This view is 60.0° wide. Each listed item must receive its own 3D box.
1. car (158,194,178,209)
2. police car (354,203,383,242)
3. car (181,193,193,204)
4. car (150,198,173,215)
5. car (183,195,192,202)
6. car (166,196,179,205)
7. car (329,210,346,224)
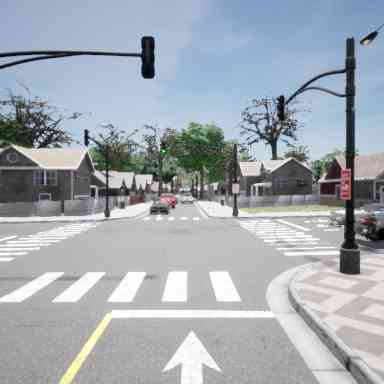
[{"bbox_3d":[-3.478,1.261,46.622,2.150,2.045,5.566,0,0,-1],"label":"car"},{"bbox_3d":[9.348,1.328,13.310,4.974,1.542,2.038,-1,0,0],"label":"police car"},{"bbox_3d":[-0.946,1.291,65.860,2.150,2.045,5.566,0,0,-1],"label":"car"},{"bbox_3d":[-3.294,1.621,34.627,1.895,1.301,4.718,0,0,-1],"label":"car"},{"bbox_3d":[-1.112,1.476,76.249,1.994,1.385,4.181,0,0,-1],"label":"car"},{"bbox_3d":[-3.710,1.558,63.525,2.128,1.511,4.902,0,0,0],"label":"car"},{"bbox_3d":[10.834,1.352,19.912,4.718,1.301,1.895,-1,0,-1],"label":"car"}]
